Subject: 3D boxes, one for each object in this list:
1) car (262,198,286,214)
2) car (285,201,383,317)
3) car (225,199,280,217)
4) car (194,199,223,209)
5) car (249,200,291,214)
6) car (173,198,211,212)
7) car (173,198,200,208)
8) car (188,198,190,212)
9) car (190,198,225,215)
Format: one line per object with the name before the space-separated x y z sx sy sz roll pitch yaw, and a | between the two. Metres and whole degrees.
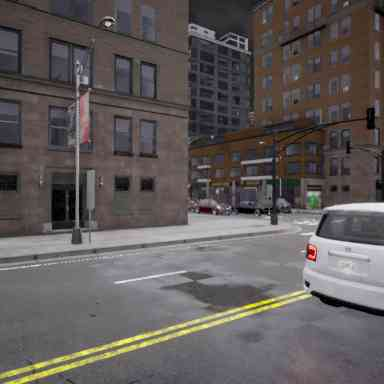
car | 7.757 1.357 33.708 2.097 1.767 4.553 0 0 -35
car | 4.603 1.223 6.732 5.566 2.045 2.150 0 0 -36
car | 5.677 1.594 31.627 1.895 1.301 4.718 0 0 -35
car | 2.270 1.594 45.943 1.802 1.307 4.206 0 0 -35
car | 8.637 1.580 36.945 1.947 1.339 4.313 0 0 -35
car | -0.062 1.482 39.739 2.128 1.511 4.902 0 0 -35
car | -0.913 1.578 50.441 1.947 1.339 4.313 0 0 -35
car | -1.097 1.421 36.809 1.967 1.590 4.097 0 0 -35
car | 2.086 1.423 32.311 1.967 1.590 4.097 0 0 -35
